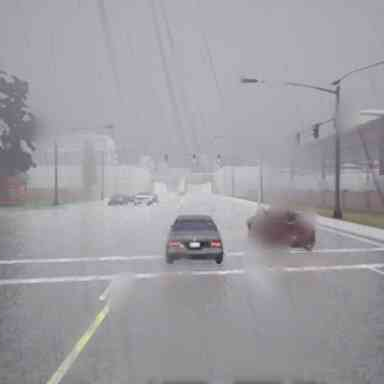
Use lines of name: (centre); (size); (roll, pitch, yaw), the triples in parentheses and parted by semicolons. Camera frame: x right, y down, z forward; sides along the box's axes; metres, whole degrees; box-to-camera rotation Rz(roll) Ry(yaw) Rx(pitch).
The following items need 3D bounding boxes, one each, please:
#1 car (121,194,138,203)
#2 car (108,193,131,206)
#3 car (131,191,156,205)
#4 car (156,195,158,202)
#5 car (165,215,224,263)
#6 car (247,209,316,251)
car: (-10.658, 1.151, 56.780); (1.994, 1.385, 4.181); (0, 1, 1)
car: (-10.646, 1.027, 48.142); (2.097, 1.767, 4.553); (0, 1, 0)
car: (-7.143, 0.880, 49.427); (2.150, 2.045, 5.566); (0, 1, 0)
car: (-7.159, 1.039, 58.964); (1.882, 1.535, 5.008); (0, 1, 0)
car: (0.071, 1.528, 11.914); (2.033, 1.411, 5.357); (0, 0, 0)
car: (3.565, 1.445, 14.112); (1.882, 1.535, 5.008); (0, 1, 0)
